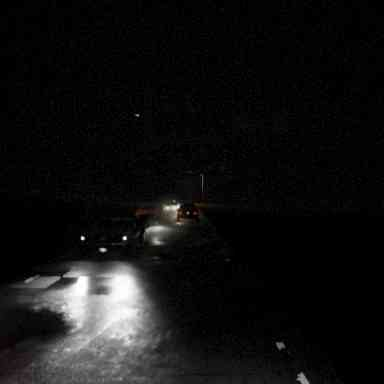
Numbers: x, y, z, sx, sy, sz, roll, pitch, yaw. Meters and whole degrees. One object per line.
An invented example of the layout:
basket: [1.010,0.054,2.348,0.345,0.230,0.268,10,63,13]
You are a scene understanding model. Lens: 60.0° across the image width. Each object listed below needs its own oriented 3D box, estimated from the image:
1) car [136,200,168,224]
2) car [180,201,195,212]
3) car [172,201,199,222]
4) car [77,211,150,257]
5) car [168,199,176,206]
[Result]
car: [-3.253,1.632,26.286,1.882,1.535,5.008,0,-1,-1]
car: [-0.637,1.897,44.230,1.895,1.301,4.718,0,-1,-1]
car: [-0.367,1.707,28.421,2.033,1.411,5.357,0,-1,-1]
car: [-3.061,1.677,13.541,1.895,1.301,4.718,0,0,-1]
car: [-3.835,1.995,62.629,2.128,1.511,4.902,0,-1,0]
